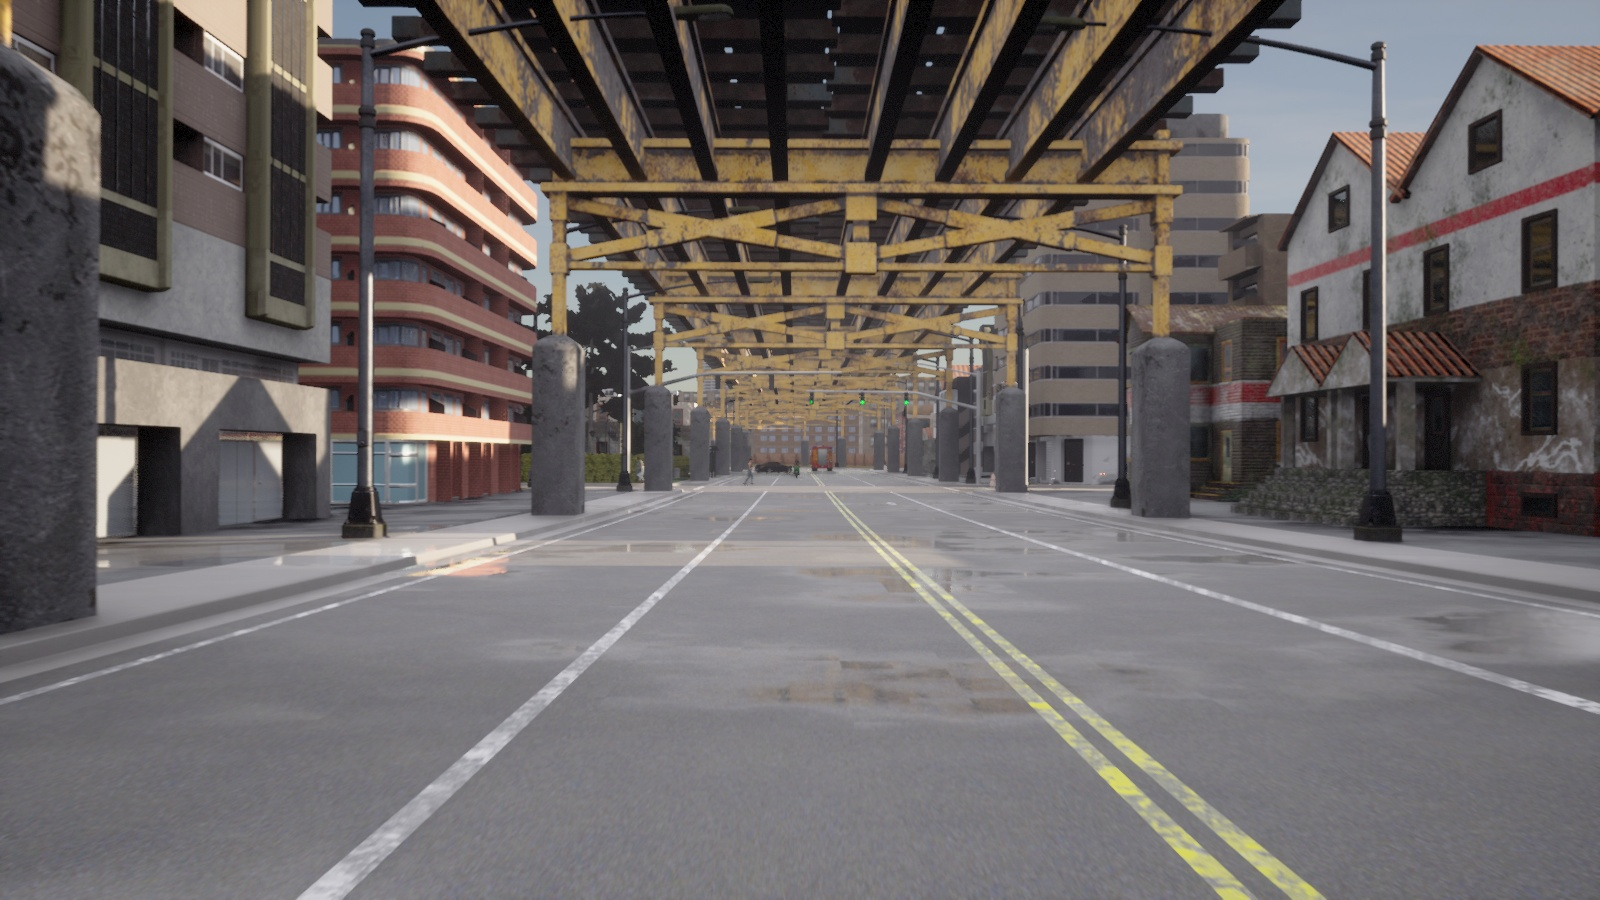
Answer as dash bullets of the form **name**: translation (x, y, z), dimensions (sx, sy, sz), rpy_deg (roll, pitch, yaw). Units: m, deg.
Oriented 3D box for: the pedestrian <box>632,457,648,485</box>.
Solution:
- **pedestrian**: translation (-10.558, 1.360, 82.793), dimensions (0.900, 1.855, 0.874), rpy_deg (0, 0, 1)
